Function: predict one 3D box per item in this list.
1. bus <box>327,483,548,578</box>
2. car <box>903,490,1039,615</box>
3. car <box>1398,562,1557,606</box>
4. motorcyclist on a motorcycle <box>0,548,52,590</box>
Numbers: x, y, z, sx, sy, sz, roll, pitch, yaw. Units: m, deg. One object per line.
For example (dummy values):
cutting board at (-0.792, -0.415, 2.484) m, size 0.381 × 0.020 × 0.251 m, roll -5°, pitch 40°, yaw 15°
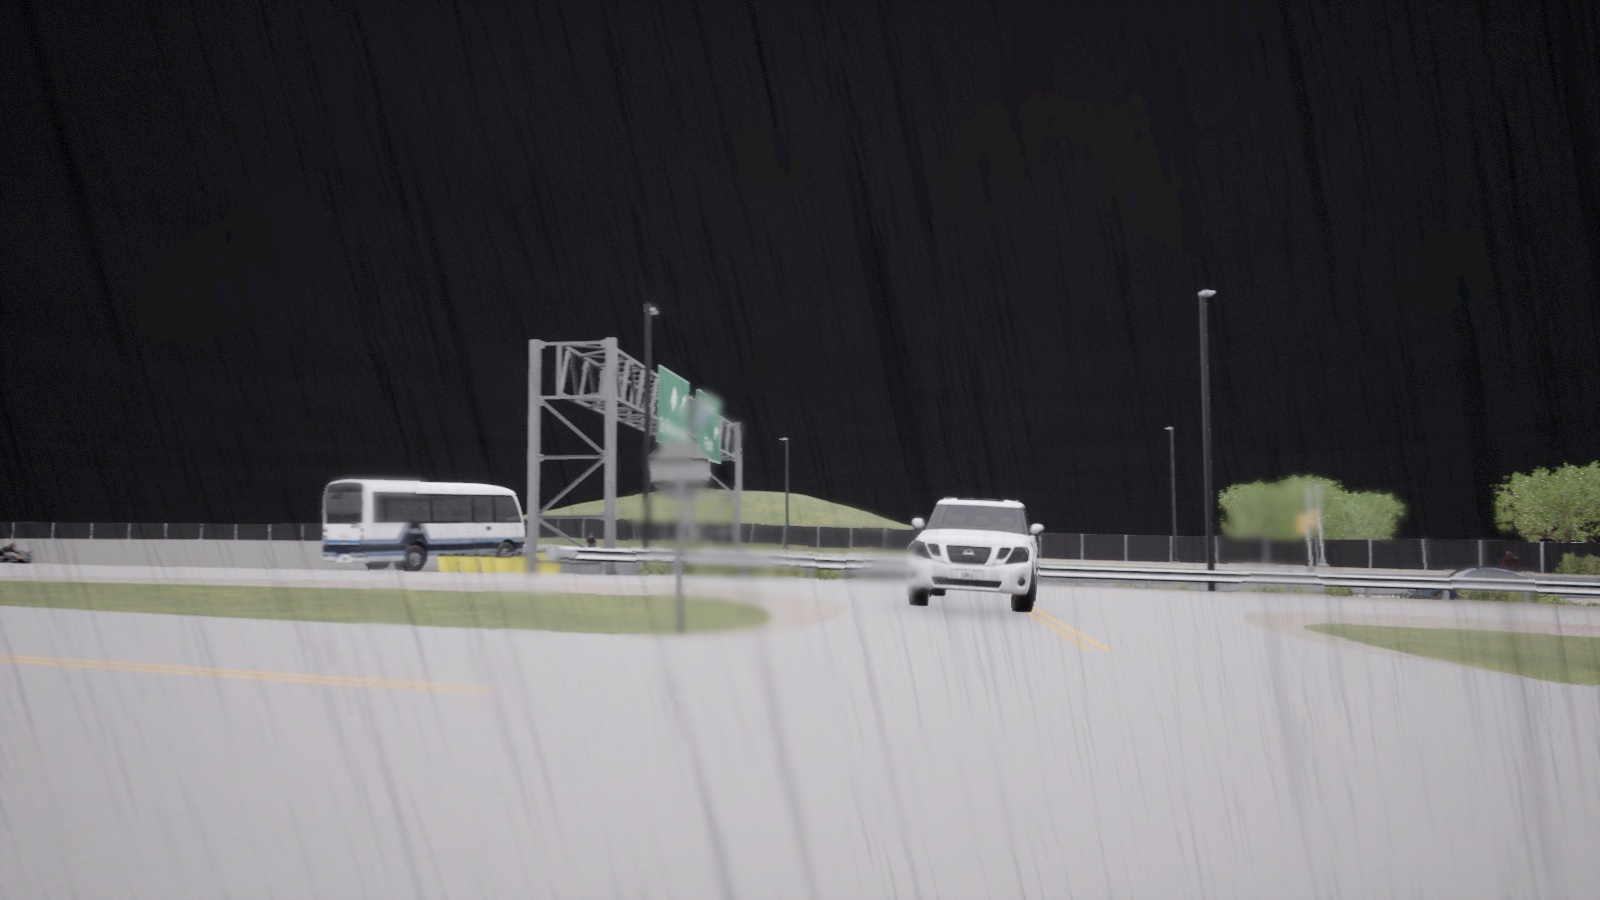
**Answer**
bus at (-17.477, 3.858, 61.579) m, size 3.944 × 4.253 × 10.273 m, roll -3°, pitch -4°, yaw 33°
car at (3.444, 1.902, 24.267) m, size 2.150 × 2.045 × 5.566 m, roll 2°, pitch -3°, yaw 12°
car at (24.367, 4.805, 45.308) m, size 4.674 × 1.442 × 1.812 m, roll 0°, pitch -4°, yaw 6°
motorcyclist on a motorcycle at (-29.478, 4.473, 47.259) m, size 2.191 × 1.530 × 0.866 m, roll 0°, pitch -3°, yaw 10°
